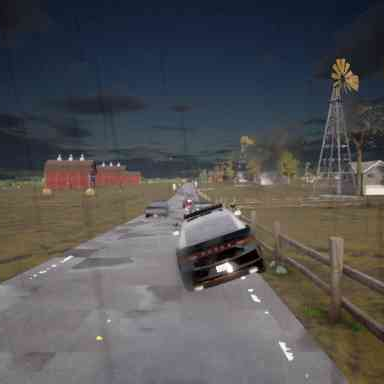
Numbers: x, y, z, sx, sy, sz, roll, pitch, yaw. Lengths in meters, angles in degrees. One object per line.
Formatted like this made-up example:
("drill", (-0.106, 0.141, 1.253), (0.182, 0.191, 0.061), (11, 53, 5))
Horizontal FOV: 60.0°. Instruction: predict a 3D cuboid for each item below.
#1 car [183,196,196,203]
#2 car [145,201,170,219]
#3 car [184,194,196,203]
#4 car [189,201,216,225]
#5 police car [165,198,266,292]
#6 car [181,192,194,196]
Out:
("car", (0.660, 1.308, 19.089), (2.097, 1.767, 4.553), (-1, 0, 0))
("car", (-2.890, 1.505, 28.930), (2.033, 1.411, 5.357), (0, 0, 0))
("car", (-0.290, 1.209, 60.562), (2.128, 1.511, 4.902), (0, 1, 0))
("car", (0.705, 1.471, 25.130), (1.837, 1.490, 4.892), (0, 0, 0))
("police car", (0.526, 1.199, 9.208), (1.930, 1.638, 5.238), (-18, 3, 0))
("car", (-0.211, 1.237, 47.044), (2.097, 1.767, 4.553), (0, 0, 0))
